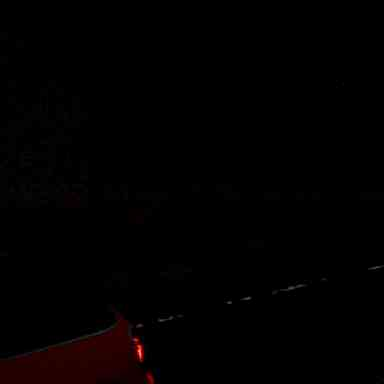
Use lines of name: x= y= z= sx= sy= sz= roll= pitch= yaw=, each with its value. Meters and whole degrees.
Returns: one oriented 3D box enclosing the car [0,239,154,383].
car: x=-2.555 y=1.290 z=2.110 sx=4.553 sy=1.767 sz=2.097 roll=0 pitch=1 yaw=-35
